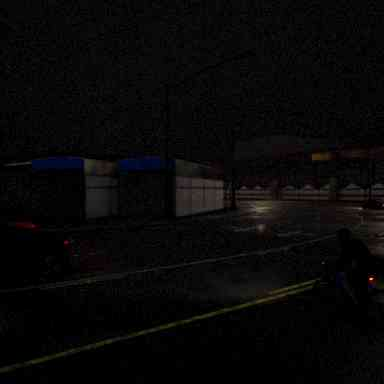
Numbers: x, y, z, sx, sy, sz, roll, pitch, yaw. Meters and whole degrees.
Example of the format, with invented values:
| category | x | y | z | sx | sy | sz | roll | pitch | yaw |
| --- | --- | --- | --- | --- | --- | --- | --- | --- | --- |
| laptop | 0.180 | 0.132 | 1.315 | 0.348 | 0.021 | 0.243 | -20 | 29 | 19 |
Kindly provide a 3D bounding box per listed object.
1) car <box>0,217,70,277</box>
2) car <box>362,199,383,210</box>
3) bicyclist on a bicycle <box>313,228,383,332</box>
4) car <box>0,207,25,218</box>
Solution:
| category | x | y | z | sx | sy | sz | roll | pitch | yaw |
| --- | --- | --- | --- | --- | --- | --- | --- | --- | --- |
| car | -5.480 | 1.564 | 8.789 | 4.181 | 1.385 | 1.994 | 0 | 0 | -36 |
| car | 23.097 | 1.564 | 41.752 | 1.994 | 1.385 | 4.181 | 0 | 0 | 5 |
| bicyclist on a bicycle | 2.769 | 1.455 | 5.683 | 0.582 | 1.620 | 1.656 | 0 | -2 | -36 |
| car | -7.816 | 1.353 | 11.409 | 4.553 | 1.767 | 2.097 | 0 | 0 | -36 |
